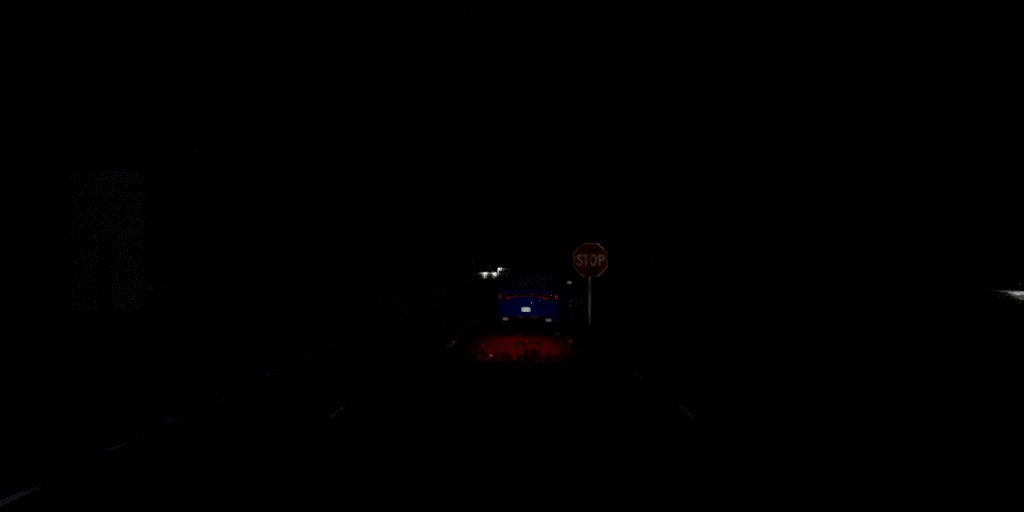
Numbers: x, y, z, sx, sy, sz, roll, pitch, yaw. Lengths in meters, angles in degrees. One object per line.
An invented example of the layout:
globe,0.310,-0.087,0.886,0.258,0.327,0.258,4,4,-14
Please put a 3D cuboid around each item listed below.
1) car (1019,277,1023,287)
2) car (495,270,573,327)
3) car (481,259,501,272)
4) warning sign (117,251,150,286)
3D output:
car,33.059,1.370,21.021,4.892,1.490,1.837,0,0,0
car,0.900,1.242,11.796,1.882,1.535,5.008,0,0,12
car,-2.841,1.328,46.795,1.994,1.385,4.181,0,0,0
warning sign,-24.171,0.801,23.238,1.060,1.860,1.300,0,0,0
